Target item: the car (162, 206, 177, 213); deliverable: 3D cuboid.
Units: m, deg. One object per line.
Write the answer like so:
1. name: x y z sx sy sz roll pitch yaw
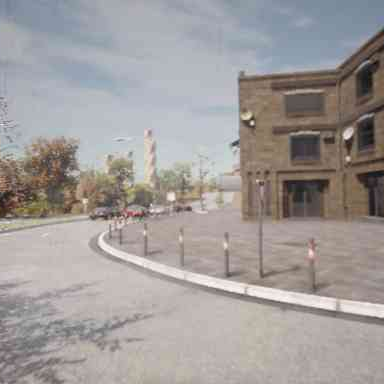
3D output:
1. car: -4.388 3.396 66.581 1.895 1.301 4.718 -1 -2 10

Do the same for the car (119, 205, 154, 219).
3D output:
1. car: -6.034 2.315 36.843 1.895 1.301 4.718 -1 -2 8

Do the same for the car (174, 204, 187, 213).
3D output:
1. car: -2.793 2.892 56.922 2.128 1.511 4.902 -1 -2 10

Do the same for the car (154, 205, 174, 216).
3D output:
1. car: -4.474 2.672 47.195 1.895 1.301 4.718 -1 -2 10

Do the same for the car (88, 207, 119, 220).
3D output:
1. car: -9.402 2.304 36.303 2.033 1.411 5.357 -1 -2 8

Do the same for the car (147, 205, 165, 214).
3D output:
1. car: -6.113 2.980 56.835 1.812 1.442 4.674 -1 -2 10

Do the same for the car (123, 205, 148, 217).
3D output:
1. car: -7.866 2.616 46.701 1.837 1.490 4.892 -1 -2 10

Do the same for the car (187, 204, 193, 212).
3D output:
1. car: -1.123 3.201 66.403 1.882 1.535 5.008 -1 -2 10
